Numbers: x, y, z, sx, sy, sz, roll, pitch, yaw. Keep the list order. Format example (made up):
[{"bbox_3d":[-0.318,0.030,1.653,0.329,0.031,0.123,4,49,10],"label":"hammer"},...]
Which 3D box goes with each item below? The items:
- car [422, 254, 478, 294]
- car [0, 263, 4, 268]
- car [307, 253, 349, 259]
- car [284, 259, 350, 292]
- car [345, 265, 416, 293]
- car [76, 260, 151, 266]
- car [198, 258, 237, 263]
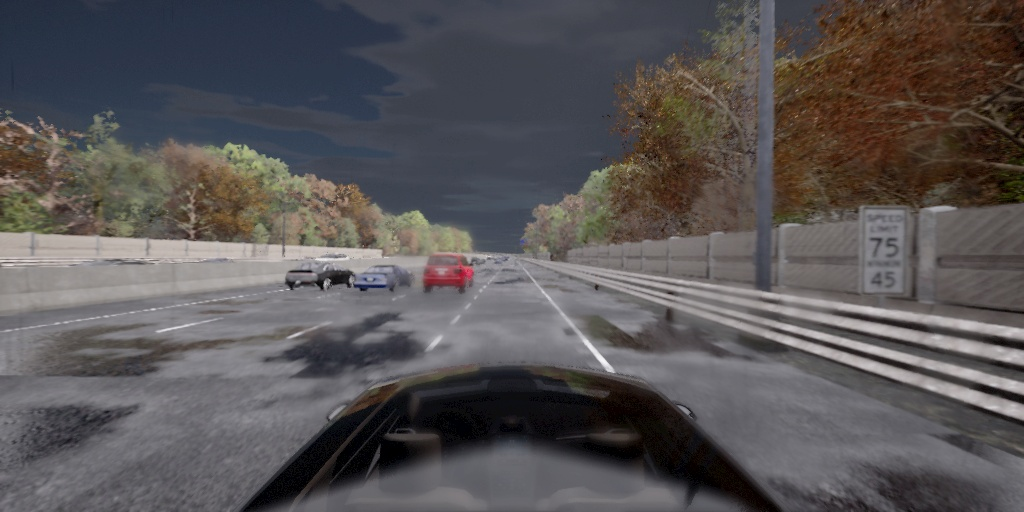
[{"bbox_3d":[-3.454,0.923,20.270,2.150,2.045,5.566,1,0,0],"label":"car"},{"bbox_3d":[-31.537,0.789,19.515,2.128,1.511,4.902,1,0,0],"label":"car"},{"bbox_3d":[-20.910,0.676,41.698,2.150,2.045,5.566,1,0,0],"label":"car"},{"bbox_3d":[-10.462,1.092,19.971,2.128,1.511,4.902,1,0,0],"label":"car"},{"bbox_3d":[-6.958,1.198,20.080,2.033,1.411,5.357,1,0,0],"label":"car"},{"bbox_3d":[-21.048,0.952,18.739,1.837,1.490,4.892,1,0,0],"label":"car"},{"bbox_3d":[-31.440,0.863,38.250,1.994,1.385,4.181,1,0,1],"label":"car"}]
